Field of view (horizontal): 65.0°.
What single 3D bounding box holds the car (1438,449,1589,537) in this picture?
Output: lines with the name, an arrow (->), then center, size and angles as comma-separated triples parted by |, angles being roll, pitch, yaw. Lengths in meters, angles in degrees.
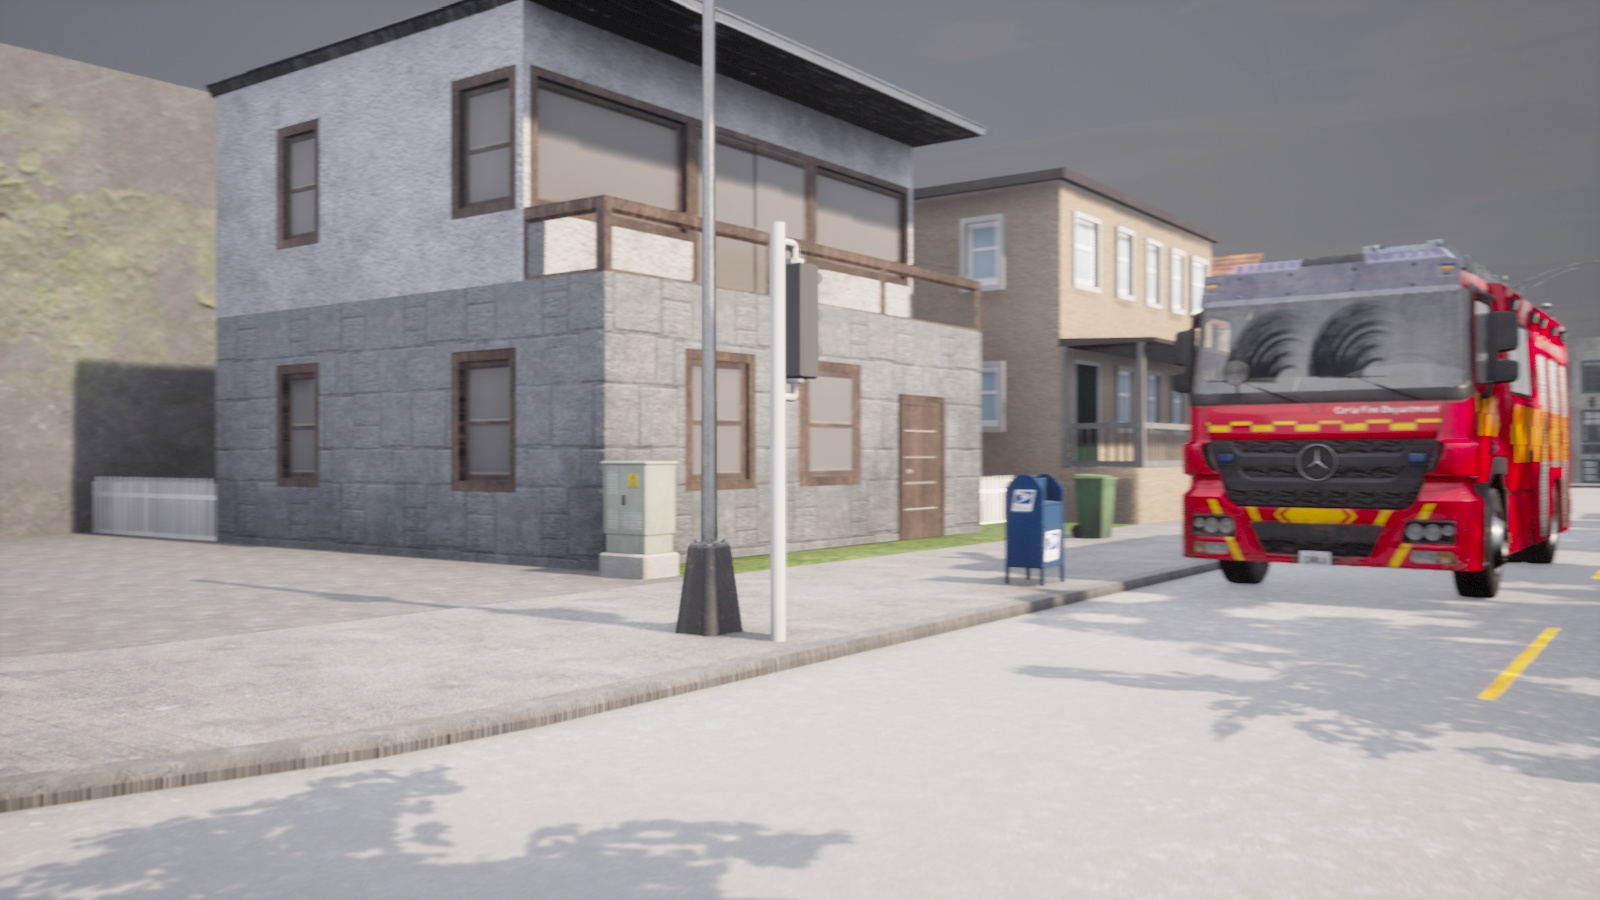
car -> 13.218, 0.723, 23.172 | 1.970, 1.475, 3.806 | 0, 0, 37

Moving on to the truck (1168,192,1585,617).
truck -> 7.548, -0.404, 15.537 | 2.891, 3.827, 8.468 | 0, 0, 37
